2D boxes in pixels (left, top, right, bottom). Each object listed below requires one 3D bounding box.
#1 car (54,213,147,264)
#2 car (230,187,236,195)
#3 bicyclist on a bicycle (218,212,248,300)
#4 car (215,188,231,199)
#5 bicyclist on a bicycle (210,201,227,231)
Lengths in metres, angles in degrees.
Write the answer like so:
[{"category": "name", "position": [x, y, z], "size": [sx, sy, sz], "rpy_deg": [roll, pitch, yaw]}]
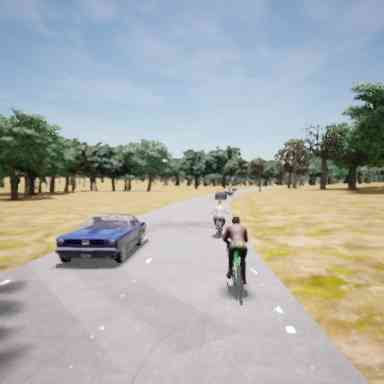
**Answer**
[{"category": "car", "position": [-2.841, 1.424, 11.348], "size": [1.895, 1.301, 4.718], "rpy_deg": [0, 1, 2]}, {"category": "car", "position": [8.172, 0.053, 73.443], "size": [1.895, 1.301, 4.718], "rpy_deg": [1, 2, 13]}, {"category": "bicyclist on a bicycle", "position": [0.957, 1.349, 7.139], "size": [0.582, 1.620, 1.656], "rpy_deg": [0, 1, 1]}, {"category": "car", "position": [4.957, 0.405, 56.205], "size": [2.128, 1.511, 4.902], "rpy_deg": [0, 1, 9]}, {"category": "bicyclist on a bicycle", "position": [1.256, 1.201, 15.190], "size": [0.866, 1.612, 1.509], "rpy_deg": [0, 1, 2]}]
